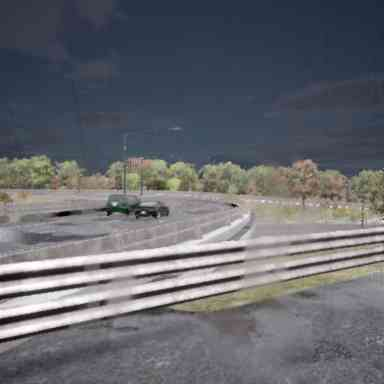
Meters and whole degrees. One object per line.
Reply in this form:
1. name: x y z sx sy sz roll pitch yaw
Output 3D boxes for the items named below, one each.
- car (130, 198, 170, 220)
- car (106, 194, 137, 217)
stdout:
1. car: -3.343 1.501 29.028 1.882 1.535 5.008 1 0 13
2. car: -6.289 1.224 31.937 2.150 2.045 5.566 1 0 11
